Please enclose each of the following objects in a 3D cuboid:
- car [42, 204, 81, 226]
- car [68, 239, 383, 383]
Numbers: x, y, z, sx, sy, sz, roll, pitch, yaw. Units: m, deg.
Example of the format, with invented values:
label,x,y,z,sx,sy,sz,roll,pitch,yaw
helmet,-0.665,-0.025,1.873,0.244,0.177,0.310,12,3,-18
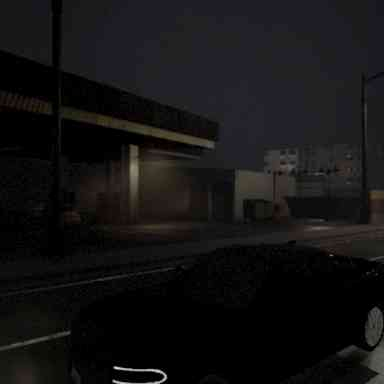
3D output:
label,x,y,z,sx,sy,sz,roll,pitch,yaw
car,-9.141,1.569,23.146,1.970,1.475,3.806,0,0,-35
car,0.904,1.503,4.664,5.008,1.535,1.882,0,0,-36
